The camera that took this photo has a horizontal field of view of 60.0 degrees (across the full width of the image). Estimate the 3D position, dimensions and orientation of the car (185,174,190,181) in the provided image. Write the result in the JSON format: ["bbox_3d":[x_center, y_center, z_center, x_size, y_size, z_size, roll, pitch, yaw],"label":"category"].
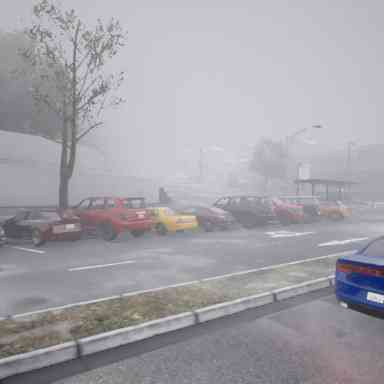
[{"bbox_3d":[0.934,-3.852,90.238,2.185,1.767,4.553,6,3,34],"label":"car"}]

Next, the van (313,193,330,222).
[{"bbox_3d":[7.852,1.296,25.546,4.442,1.987,1.878,-1,-1,35],"label":"van"}]

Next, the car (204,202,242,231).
[{"bbox_3d":[0.367,1.548,20.422,4.674,1.452,2.002,-1,-1,35],"label":"car"}]

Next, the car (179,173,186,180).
[{"bbox_3d":[-0.793,-4.086,92.710,2.185,1.767,4.553,4,1,34],"label":"car"}]

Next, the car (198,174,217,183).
[{"bbox_3d":[4.574,-3.177,85.509,1.946,1.575,5.366,7,3,34],"label":"car"}]

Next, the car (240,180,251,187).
[{"bbox_3d":[13.240,-1.813,73.206,1.946,1.575,5.366,7,3,35],"label":"car"}]

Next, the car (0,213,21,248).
[{"bbox_3d":[-9.432,1.493,13.486,4.892,1.521,2.231,-1,-1,35],"label":"car"}]

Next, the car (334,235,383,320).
[{"bbox_3d":[4.864,1.487,6.585,5.008,1.535,1.882,0,0,-35],"label":"car"}]

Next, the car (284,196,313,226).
[{"bbox_3d":[5.312,1.266,23.879,5.566,2.045,2.435,-1,-1,35],"label":"car"}]

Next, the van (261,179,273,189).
[{"bbox_3d":[16.537,-1.492,68.000,1.878,1.987,4.442,7,4,35],"label":"van"}]

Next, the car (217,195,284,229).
[{"bbox_3d":[2.796,1.262,22.177,5.566,2.045,2.435,-1,-1,35],"label":"car"}]

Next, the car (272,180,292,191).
[{"bbox_3d":[18.295,-0.994,65.636,2.231,1.521,4.892,7,3,35],"label":"car"}]

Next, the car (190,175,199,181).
[{"bbox_3d":[2.726,-3.700,87.770,2.435,2.045,5.566,7,3,34],"label":"car"}]

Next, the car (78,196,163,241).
[{"bbox_3d":[-4.563,1.247,16.973,5.566,2.045,2.435,-1,-1,35],"label":"car"}]

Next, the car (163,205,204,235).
[{"bbox_3d":[-2.241,1.502,18.797,5.366,1.575,1.946,-1,-1,35],"label":"car"}]

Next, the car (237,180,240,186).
[{"bbox_3d":[11.411,-2.045,75.529,2.002,1.452,4.674,7,4,35],"label":"car"}]

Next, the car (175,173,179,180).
[{"bbox_3d":[-2.562,-4.363,95.060,2.435,2.045,5.566,1,-1,34],"label":"car"}]

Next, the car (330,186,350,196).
[{"bbox_3d":[25.185,0.135,55.770,2.002,1.452,4.674,7,3,35],"label":"car"}]

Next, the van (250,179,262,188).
[{"bbox_3d":[14.811,-1.765,70.473,1.878,1.987,4.442,7,4,35],"label":"van"}]

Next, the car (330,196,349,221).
[{"bbox_3d":[10.263,1.402,27.294,4.553,1.767,2.185,-1,-1,35],"label":"car"}]

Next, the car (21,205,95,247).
[{"bbox_3d":[-7.010,1.524,15.230,4.792,1.488,2.163,-1,-1,35],"label":"car"}]

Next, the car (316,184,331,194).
[{"bbox_3d":[23.497,-0.427,58.244,2.435,2.045,5.566,7,3,35],"label":"car"}]

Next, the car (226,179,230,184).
[{"bbox_3d":[9.671,-2.318,77.993,2.002,1.452,4.674,7,3,35],"label":"car"}]
